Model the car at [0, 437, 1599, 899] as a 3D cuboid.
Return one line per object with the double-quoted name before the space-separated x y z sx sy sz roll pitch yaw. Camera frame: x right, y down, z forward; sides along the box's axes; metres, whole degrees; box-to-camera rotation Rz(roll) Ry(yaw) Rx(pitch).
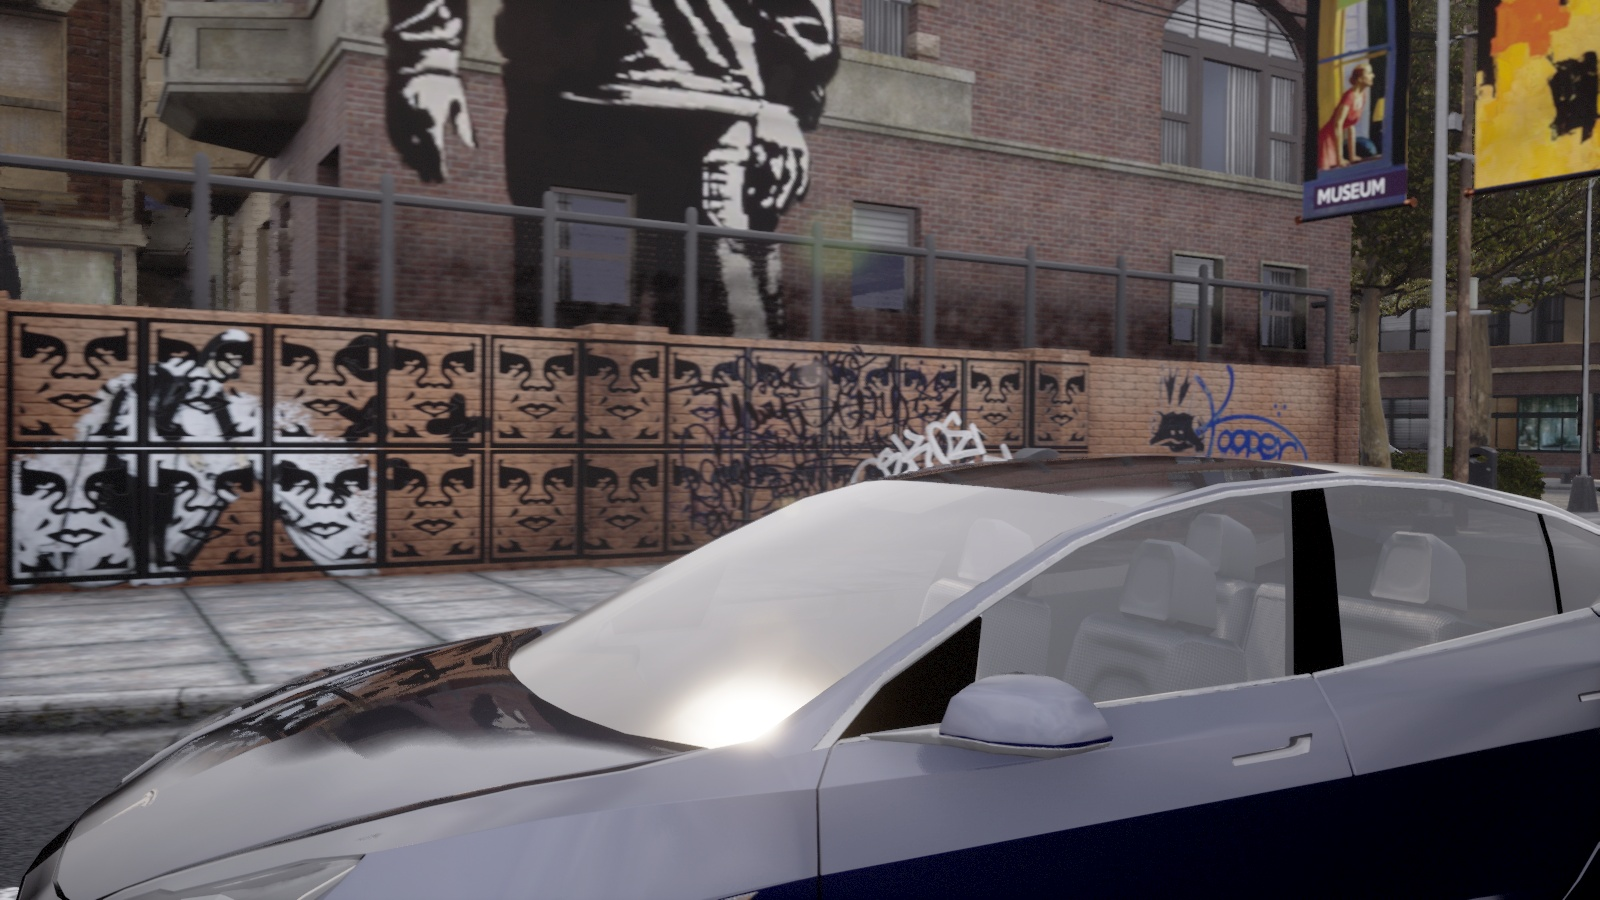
"car" 0.663 0.737 3.488 4.792 1.488 2.163 -1 1 -24
